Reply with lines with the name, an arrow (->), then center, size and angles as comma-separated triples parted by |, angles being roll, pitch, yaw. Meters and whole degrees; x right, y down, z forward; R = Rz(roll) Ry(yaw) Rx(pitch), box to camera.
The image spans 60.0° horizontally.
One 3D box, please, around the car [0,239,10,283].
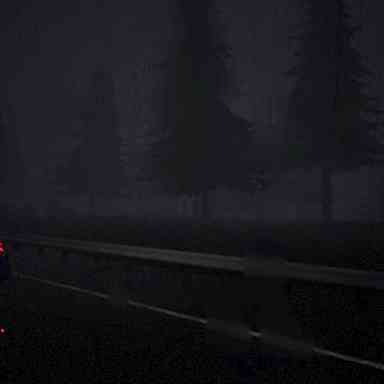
car -> -6.802, 1.453, 8.653 | 4.553, 1.767, 2.097 | -1, 0, 34
